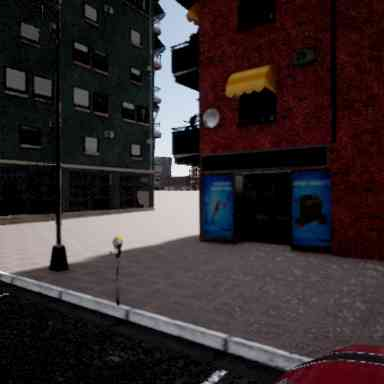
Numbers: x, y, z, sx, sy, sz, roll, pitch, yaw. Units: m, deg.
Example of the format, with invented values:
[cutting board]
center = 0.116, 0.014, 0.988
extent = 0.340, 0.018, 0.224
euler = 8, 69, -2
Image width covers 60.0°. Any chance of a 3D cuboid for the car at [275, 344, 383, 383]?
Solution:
[car]
center = 2.125, 1.438, 1.363
extent = 4.097, 1.590, 1.967
euler = 0, 0, 35
